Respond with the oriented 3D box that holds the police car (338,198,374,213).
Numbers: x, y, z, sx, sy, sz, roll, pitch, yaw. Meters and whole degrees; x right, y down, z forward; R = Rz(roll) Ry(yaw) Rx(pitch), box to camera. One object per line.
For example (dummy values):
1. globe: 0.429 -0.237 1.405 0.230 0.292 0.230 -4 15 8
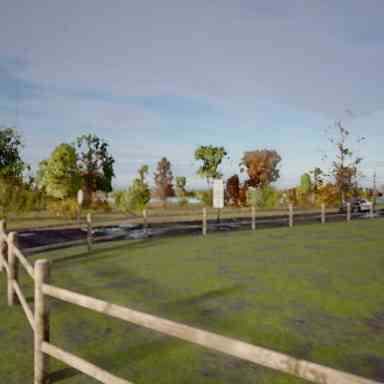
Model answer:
1. police car: 18.313 1.509 37.242 4.974 1.542 2.038 0 1 -37
